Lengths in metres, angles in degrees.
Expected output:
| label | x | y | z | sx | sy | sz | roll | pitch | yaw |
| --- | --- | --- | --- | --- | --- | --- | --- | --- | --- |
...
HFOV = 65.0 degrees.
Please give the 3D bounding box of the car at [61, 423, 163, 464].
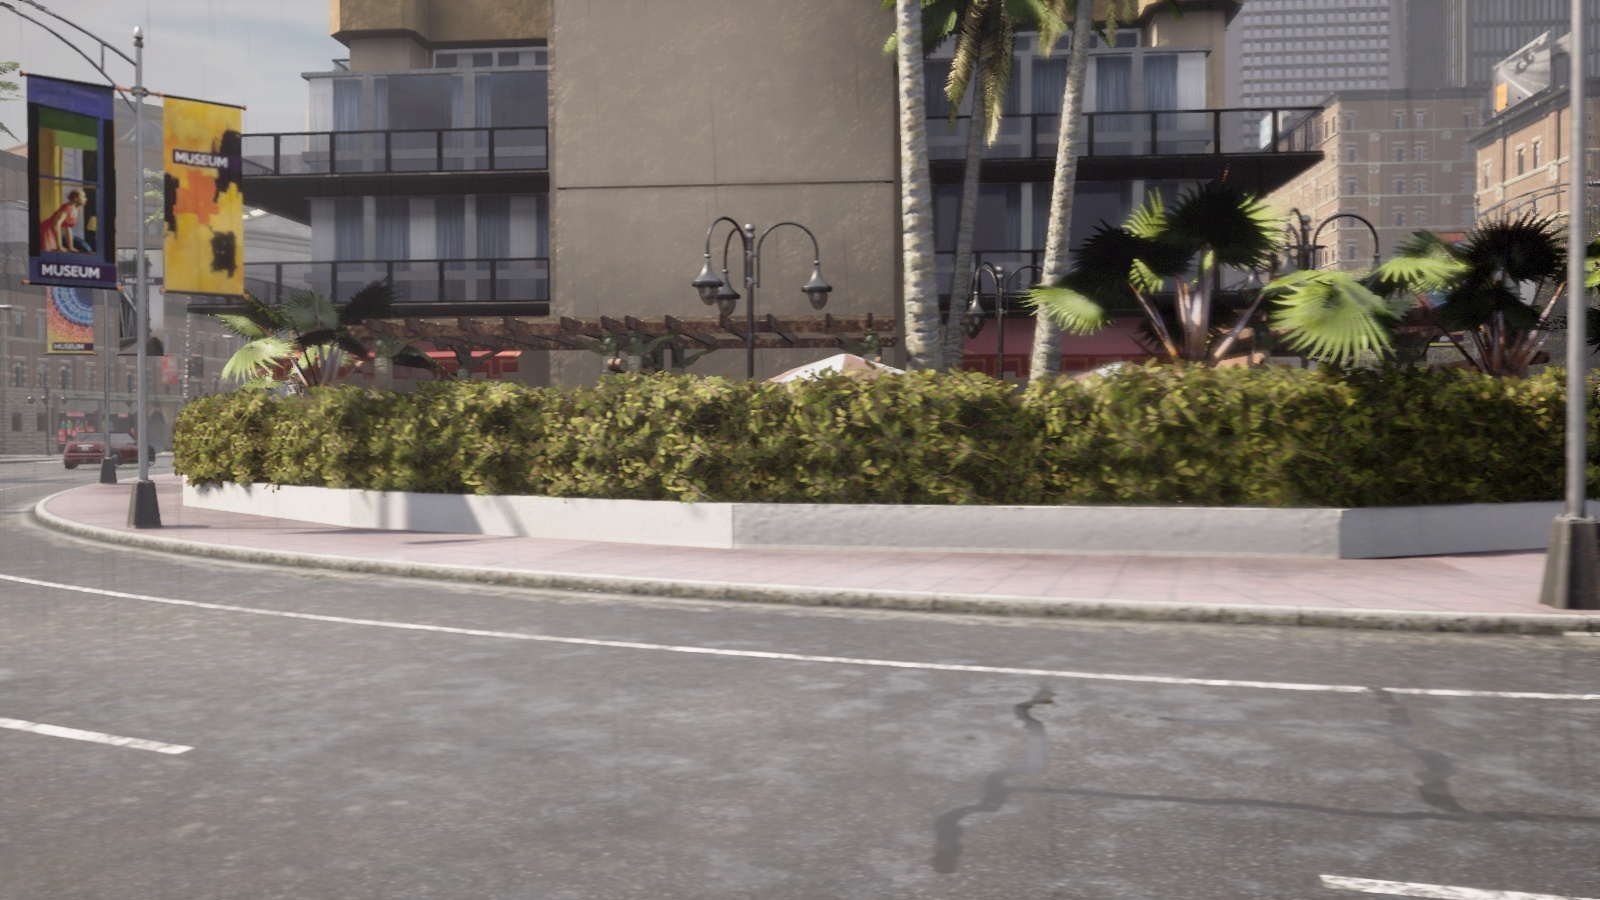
| label | x | y | z | sx | sy | sz | roll | pitch | yaw |
| --- | --- | --- | --- | --- | --- | --- | --- | --- | --- |
| car | -30.827 | -0.302 | 56.450 | 2.097 | 1.767 | 4.553 | 0 | 1 | 0 |
